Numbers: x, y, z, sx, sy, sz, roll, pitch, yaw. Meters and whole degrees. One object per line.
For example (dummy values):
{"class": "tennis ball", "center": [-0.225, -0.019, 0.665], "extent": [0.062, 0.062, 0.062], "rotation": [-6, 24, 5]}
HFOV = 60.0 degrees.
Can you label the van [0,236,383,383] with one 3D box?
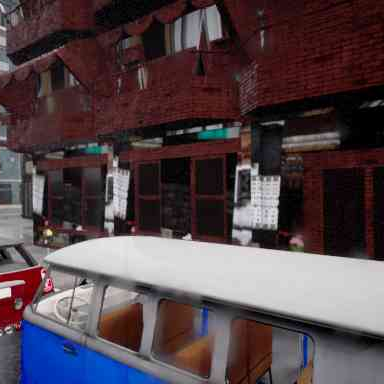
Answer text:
{"class": "van", "center": [0.286, 1.341, 2.530], "extent": [3.998, 1.788, 1.690], "rotation": [0, -1, 35]}
